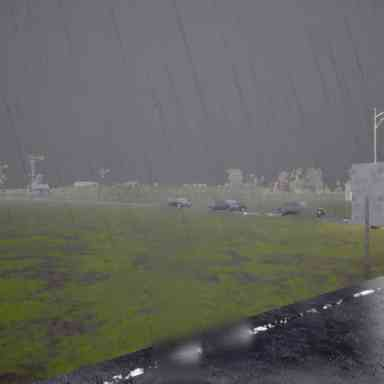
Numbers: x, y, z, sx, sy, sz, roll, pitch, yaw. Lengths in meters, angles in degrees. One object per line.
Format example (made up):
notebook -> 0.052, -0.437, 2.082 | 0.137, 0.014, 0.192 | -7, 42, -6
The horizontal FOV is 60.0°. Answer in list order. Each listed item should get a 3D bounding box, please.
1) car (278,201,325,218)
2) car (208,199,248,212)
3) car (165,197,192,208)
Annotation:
car -> 9.757, 1.551, 29.895 | 1.994, 1.385, 4.181 | 0, 0, -33
car -> 4.022, 1.531, 38.471 | 2.033, 1.411, 5.357 | 0, 0, -35
car -> -1.954, 1.484, 46.664 | 1.837, 1.490, 4.892 | 0, 1, -37
